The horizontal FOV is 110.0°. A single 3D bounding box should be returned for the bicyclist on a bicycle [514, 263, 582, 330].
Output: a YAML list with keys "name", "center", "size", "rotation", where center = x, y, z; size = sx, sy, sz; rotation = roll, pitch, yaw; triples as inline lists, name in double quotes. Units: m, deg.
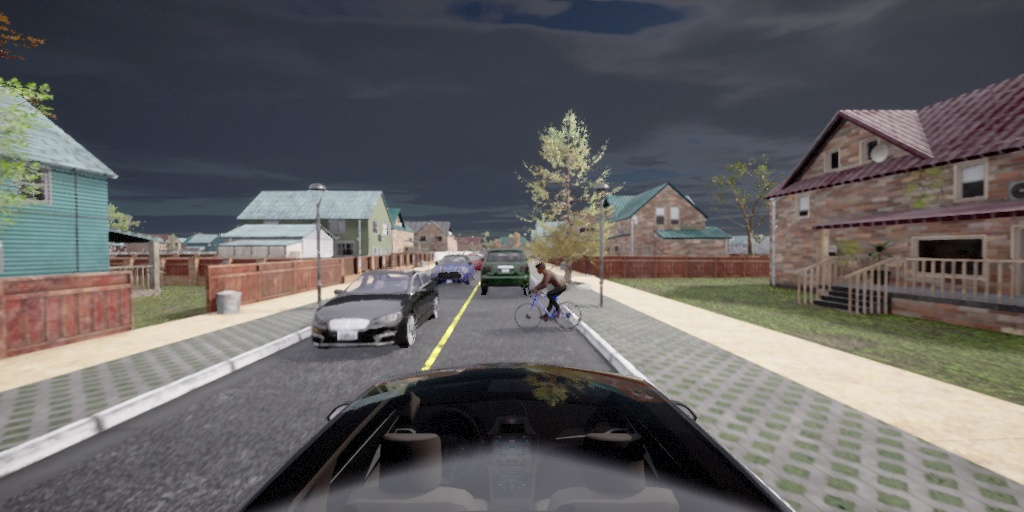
- name: "bicyclist on a bicycle"
  center: [0.862, 0.994, 8.687]
  size: [1.656, 1.620, 0.582]
  rotation: [-1, 1, -2]

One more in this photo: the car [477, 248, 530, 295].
- name: "car"
  center: [-0.330, 0.644, 17.363]
  size: [2.150, 2.045, 5.566]
  rotation: [0, 1, -2]

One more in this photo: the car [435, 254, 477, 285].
- name: "car"
  center: [-3.370, 0.712, 21.143]
  size: [2.097, 1.767, 4.553]
  rotation: [0, 1, -2]

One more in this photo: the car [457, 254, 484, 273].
- name: "car"
  center: [-3.658, 0.611, 32.456]
  size: [1.882, 1.535, 5.008]
  rotation: [0, 1, -1]

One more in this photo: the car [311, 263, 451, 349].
- name: "car"
  center: [-3.022, 1.105, 8.874]
  size: [2.128, 1.511, 4.902]
  rotation: [0, 1, -2]
